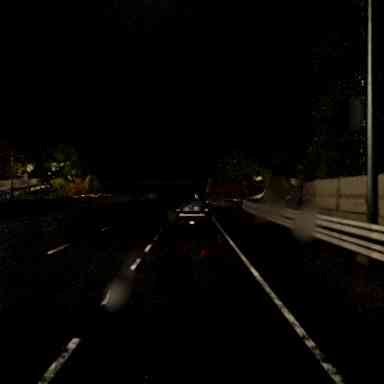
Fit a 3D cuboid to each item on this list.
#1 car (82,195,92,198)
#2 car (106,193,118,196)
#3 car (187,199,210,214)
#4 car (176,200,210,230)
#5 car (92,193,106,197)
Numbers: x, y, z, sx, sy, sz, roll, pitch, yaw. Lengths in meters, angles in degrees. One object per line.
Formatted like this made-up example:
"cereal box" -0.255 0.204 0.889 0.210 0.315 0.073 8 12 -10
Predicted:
"car" -27.998 1.541 89.552 1.895 1.301 4.718 0 0 0
"car" -20.998 1.425 89.582 1.882 1.535 5.008 0 0 0
"car" 0.764 1.539 35.328 1.994 1.385 4.181 0 0 7
"car" 0.009 1.475 20.738 2.128 1.511 4.902 0 0 0
"car" -24.498 1.424 89.582 1.882 1.535 5.008 0 0 0
